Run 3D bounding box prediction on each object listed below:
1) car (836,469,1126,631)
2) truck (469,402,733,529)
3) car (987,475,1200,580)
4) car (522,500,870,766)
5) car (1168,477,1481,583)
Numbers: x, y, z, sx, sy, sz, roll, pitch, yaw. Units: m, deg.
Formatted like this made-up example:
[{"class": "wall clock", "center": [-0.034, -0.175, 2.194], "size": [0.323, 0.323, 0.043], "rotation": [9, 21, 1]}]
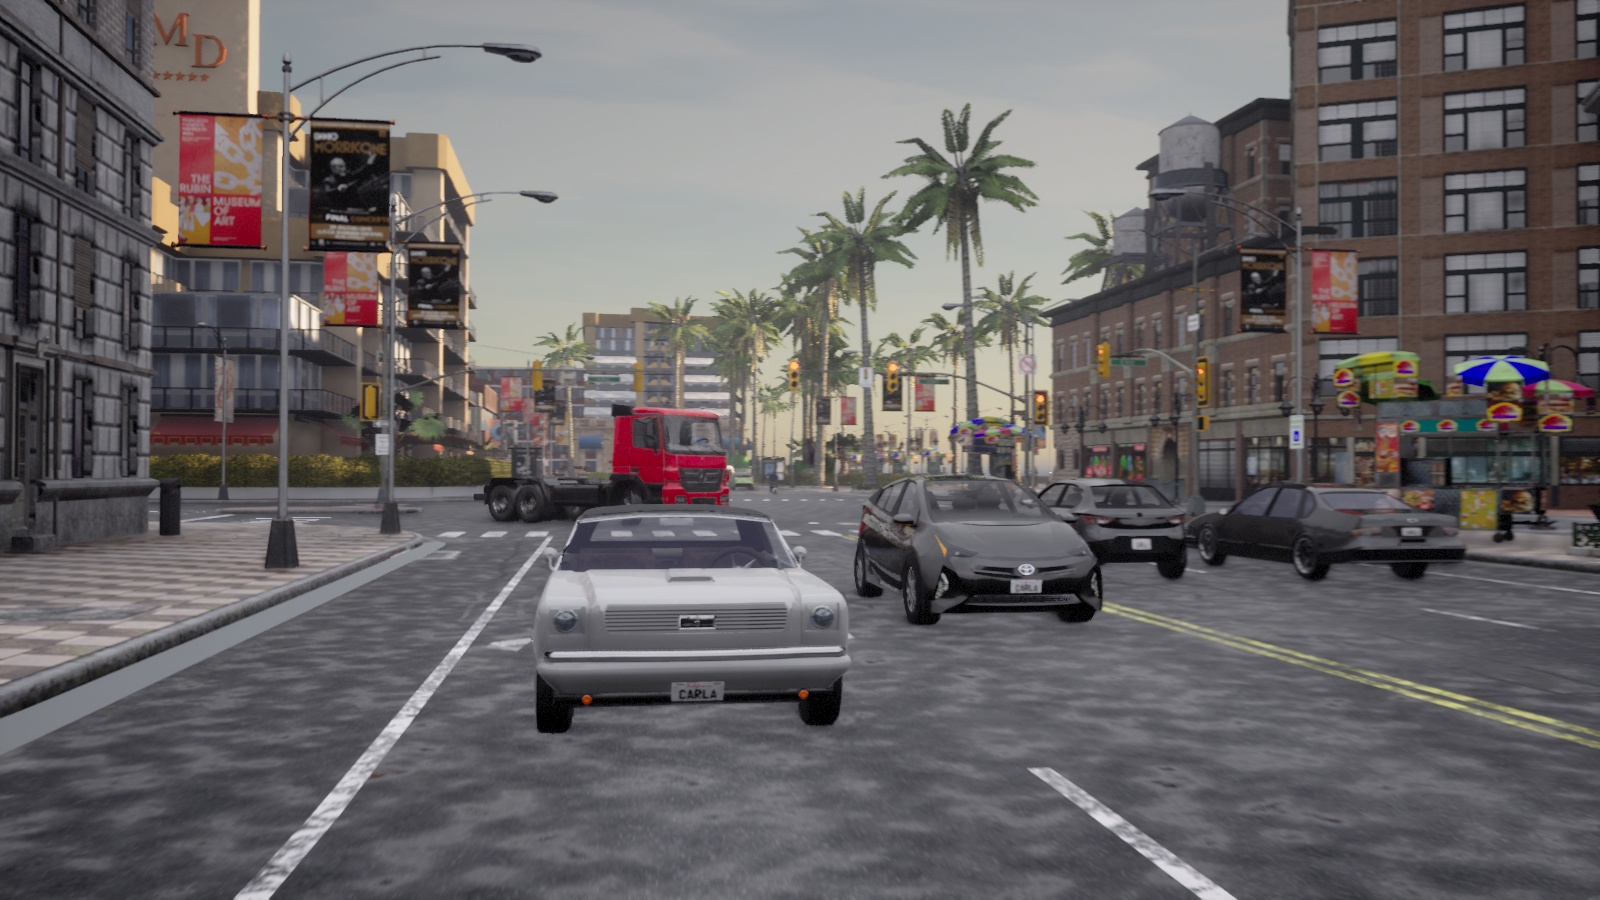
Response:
[{"class": "car", "center": [1.822, 0.992, 14.300], "size": [2.007, 1.525, 4.514], "rotation": [0, -1, -9]}, {"class": "truck", "center": [-6.074, 0.495, 37.712], "size": [7.936, 3.462, 2.891], "rotation": [-1, -1, 33]}, {"class": "car", "center": [4.484, 1.138, 19.886], "size": [1.816, 1.474, 4.193], "rotation": [0, -1, -9]}, {"class": "car", "center": [-0.914, 1.074, 9.185], "size": [1.895, 1.301, 4.718], "rotation": [0, -1, -9]}, {"class": "car", "center": [8.032, 1.155, 19.960], "size": [2.033, 1.411, 5.357], "rotation": [0, -1, -9]}]
